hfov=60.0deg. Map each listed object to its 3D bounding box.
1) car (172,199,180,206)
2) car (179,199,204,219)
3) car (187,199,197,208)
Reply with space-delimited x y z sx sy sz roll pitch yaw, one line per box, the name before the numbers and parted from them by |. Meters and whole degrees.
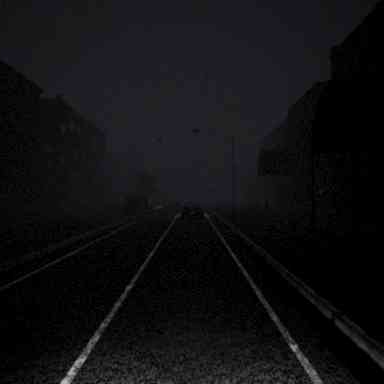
car | -3.006 2.027 65.434 1.895 1.301 4.718 0 0 0
car | 0.051 1.619 31.105 1.882 1.535 5.008 0 -1 1
car | 0.004 1.881 57.211 1.812 1.442 4.674 0 -1 0
